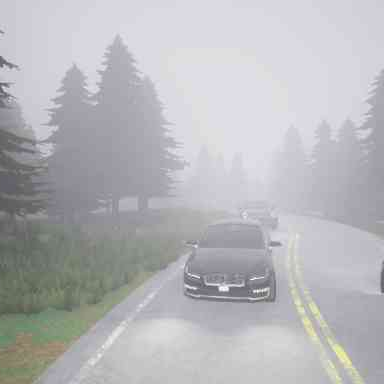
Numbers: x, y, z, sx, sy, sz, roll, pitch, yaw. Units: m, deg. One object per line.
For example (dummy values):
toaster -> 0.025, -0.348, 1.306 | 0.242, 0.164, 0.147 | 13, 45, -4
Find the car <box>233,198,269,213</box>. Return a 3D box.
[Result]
car -> 6.243, 1.409, 35.737 | 1.837, 1.490, 4.892 | 2, -1, -15

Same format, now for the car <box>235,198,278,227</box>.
car -> 3.915, 1.269, 20.473 | 2.097, 1.767, 4.553 | -1, 0, 5

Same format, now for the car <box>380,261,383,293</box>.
car -> 4.499, 1.308, 4.647 | 2.097, 1.767, 4.553 | -1, 0, 8

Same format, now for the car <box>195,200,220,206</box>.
car -> 1.969, 1.798, 44.867 | 1.812, 1.442, 4.674 | 3, -5, -35

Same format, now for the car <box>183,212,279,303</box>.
car -> 1.101, 1.496, 8.421 | 1.837, 1.490, 4.892 | -1, 0, 13
